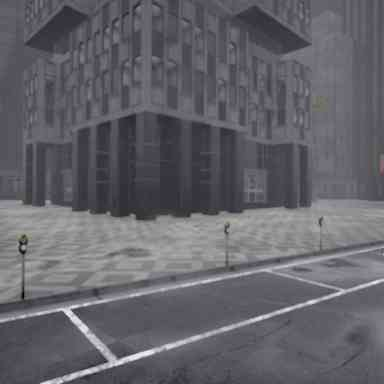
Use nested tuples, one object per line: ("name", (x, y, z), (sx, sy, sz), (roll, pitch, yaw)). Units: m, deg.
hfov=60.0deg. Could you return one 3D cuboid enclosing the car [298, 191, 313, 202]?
("car", (17.235, 0.813, 55.317), (2.150, 2.045, 5.566), (0, 1, -35))
